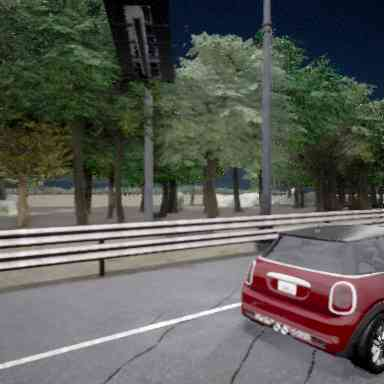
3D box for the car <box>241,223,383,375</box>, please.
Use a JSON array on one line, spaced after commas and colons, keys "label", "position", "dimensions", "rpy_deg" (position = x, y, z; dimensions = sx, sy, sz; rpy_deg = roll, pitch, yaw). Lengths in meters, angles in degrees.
[{"label": "car", "position": [3.081, 1.355, 5.840], "dimensions": [4.553, 1.767, 2.097], "rpy_deg": [0, 0, -34]}]
